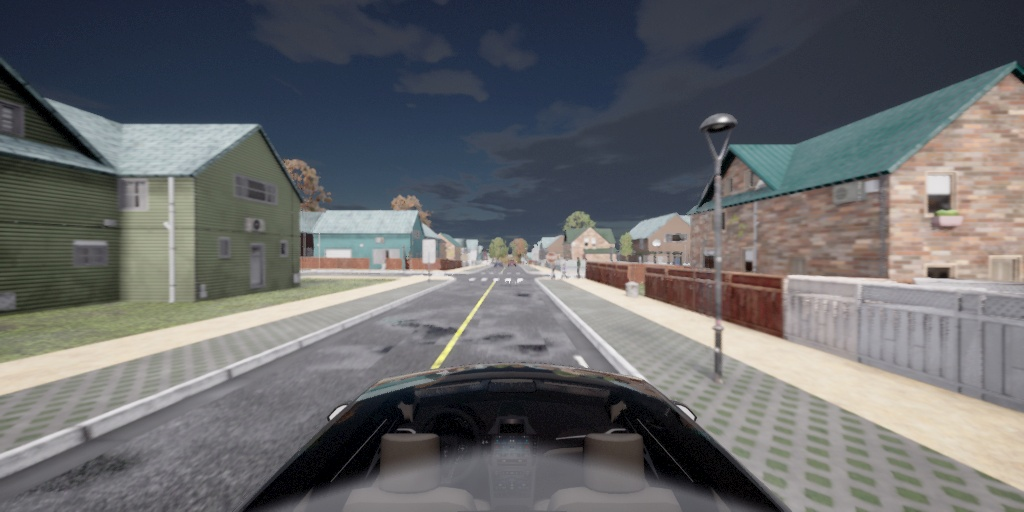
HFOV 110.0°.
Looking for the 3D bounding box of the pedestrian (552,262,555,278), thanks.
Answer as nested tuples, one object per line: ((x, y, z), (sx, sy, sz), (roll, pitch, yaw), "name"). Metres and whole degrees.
((3.510, 0.948, 30.434), (0.375, 1.860, 0.375), (-1, 1, 0), "pedestrian")

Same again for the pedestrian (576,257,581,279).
((5.510, 0.955, 29.834), (0.375, 1.860, 0.375), (-1, 1, 0), "pedestrian")

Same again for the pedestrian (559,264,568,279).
((4.287, 1.214, 29.237), (0.375, 1.300, 0.375), (-1, 1, 0), "pedestrian")
